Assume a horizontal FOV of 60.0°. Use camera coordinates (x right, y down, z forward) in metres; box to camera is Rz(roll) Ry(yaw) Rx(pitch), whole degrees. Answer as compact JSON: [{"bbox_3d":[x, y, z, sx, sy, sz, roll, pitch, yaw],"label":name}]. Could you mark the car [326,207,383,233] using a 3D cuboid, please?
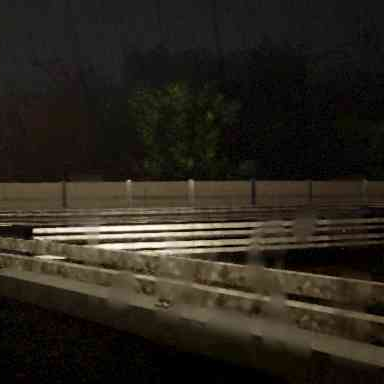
[{"bbox_3d":[8.735,1.448,16.343,4.181,1.385,1.994,-1,0,-12],"label":"car"}]
